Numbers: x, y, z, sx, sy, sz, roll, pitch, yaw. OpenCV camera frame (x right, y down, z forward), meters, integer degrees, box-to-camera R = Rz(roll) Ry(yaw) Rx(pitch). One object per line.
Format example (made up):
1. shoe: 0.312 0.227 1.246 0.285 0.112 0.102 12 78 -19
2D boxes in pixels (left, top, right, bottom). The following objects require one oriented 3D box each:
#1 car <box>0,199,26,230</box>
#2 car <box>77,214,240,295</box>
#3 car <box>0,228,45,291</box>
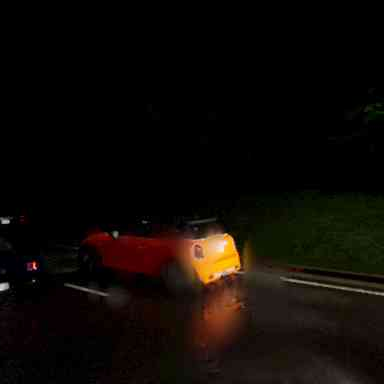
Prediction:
1. car: -9.903 1.334 15.358 5.566 2.045 2.150 0 0 36
2. car: -1.073 1.390 9.062 4.553 1.767 2.097 -1 0 36
3. car: -5.681 1.660 8.046 4.718 1.301 1.895 0 0 35
